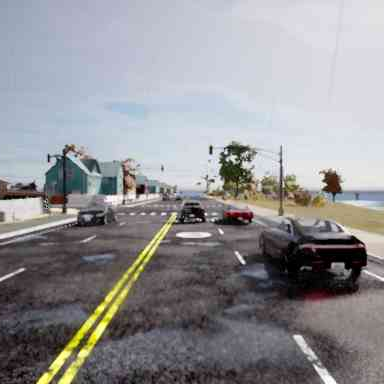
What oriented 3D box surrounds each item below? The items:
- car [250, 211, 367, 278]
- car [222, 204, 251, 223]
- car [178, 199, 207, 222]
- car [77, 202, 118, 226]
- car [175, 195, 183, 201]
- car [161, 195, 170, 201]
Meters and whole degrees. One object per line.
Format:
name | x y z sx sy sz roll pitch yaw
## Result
car | 3.354 1.473 10.064 2.128 1.511 4.902 0 0 0
car | 3.359 1.560 25.298 1.895 1.301 4.718 0 0 0
car | 0.084 1.460 25.655 1.837 1.490 4.892 0 -1 2
car | -6.544 1.456 23.415 2.128 1.511 4.902 0 0 1
car | -3.219 1.475 82.154 2.033 1.411 5.357 0 0 0
car | -6.469 1.476 82.156 2.033 1.411 5.357 0 0 0
